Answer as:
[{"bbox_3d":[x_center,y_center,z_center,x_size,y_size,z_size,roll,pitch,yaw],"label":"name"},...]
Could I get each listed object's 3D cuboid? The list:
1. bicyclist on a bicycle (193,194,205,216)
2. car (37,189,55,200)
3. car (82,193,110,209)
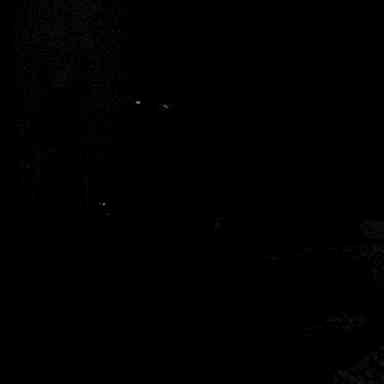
[{"bbox_3d":[0.738,0.951,24.830,1.656,1.620,0.582,-1,1,-35],"label":"bicyclist on a bicycle"},{"bbox_3d":[-24.366,0.310,55.476,2.097,1.767,4.553,0,2,-35],"label":"car"},{"bbox_3d":[-10.230,0.919,35.368,1.837,1.490,4.892,0,1,-35],"label":"car"}]
